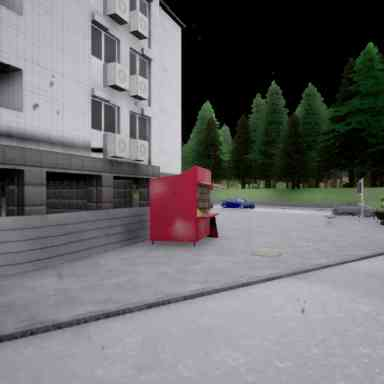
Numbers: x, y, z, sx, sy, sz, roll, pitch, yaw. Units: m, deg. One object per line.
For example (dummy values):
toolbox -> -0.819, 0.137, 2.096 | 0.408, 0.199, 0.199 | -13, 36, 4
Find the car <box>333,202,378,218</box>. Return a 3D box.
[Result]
car -> 14.786, 1.563, 29.608 | 1.994, 1.385, 4.181 | 0, 0, -36

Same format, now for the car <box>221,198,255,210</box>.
car -> 5.813, 1.478, 42.204 | 1.882, 1.535, 5.008 | 0, 0, -35
